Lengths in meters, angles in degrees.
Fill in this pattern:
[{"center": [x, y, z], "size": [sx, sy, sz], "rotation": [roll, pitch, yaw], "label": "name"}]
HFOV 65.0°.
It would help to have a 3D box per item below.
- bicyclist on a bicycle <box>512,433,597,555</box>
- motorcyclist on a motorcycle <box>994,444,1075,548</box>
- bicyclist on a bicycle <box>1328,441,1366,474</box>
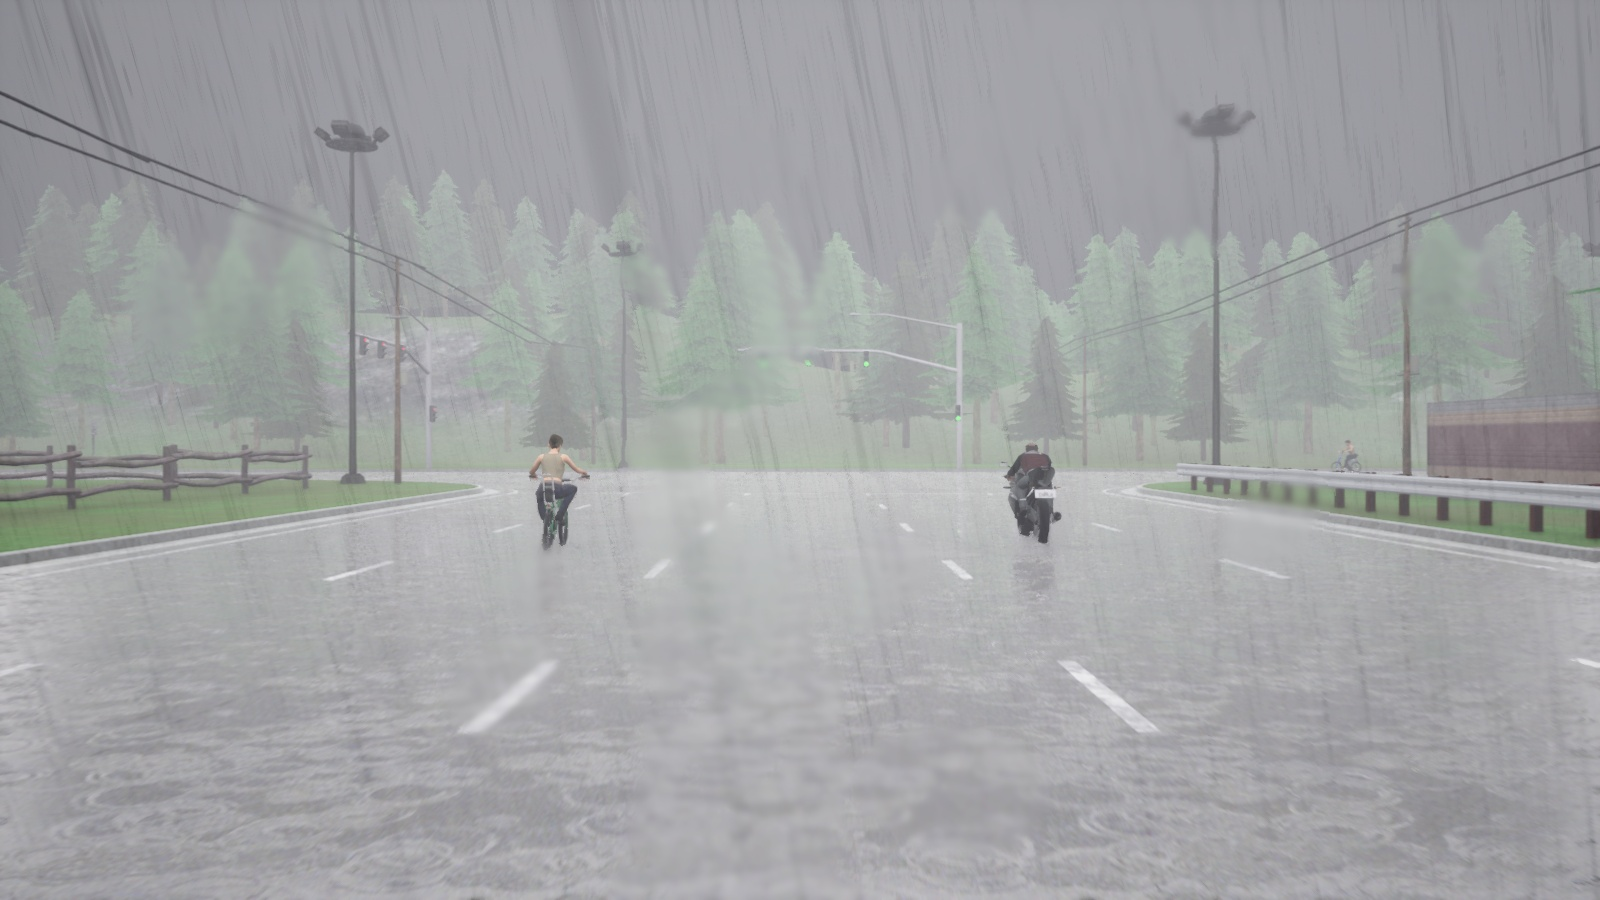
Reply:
[{"center": [-3.390, 0.582, 17.467], "size": [0.866, 1.612, 1.509], "rotation": [0, 0, 1], "label": "bicyclist on a bicycle"}, {"center": [3.628, 0.674, 19.608], "size": [0.866, 1.530, 2.191], "rotation": [0, 0, 0], "label": "motorcyclist on a motorcycle"}, {"center": [27.007, 0.355, 61.999], "size": [1.509, 1.612, 0.866], "rotation": [0, 0, 1], "label": "bicyclist on a bicycle"}]
